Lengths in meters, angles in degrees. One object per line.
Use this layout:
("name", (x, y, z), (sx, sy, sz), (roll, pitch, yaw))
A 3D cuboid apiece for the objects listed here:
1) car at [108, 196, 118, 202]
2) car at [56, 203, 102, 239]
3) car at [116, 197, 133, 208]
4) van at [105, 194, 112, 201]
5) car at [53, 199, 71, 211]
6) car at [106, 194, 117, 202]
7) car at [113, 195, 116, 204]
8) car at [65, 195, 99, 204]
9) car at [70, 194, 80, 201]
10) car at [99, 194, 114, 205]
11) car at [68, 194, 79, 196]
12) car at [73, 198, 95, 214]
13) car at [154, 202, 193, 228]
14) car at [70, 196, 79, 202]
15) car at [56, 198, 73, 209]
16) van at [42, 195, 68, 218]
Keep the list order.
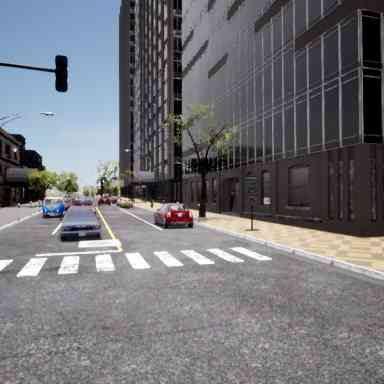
("car", (-17.947, 1.575, 75.298), (1.752, 1.417, 4.829), (1, 0, -17))
("car", (-5.974, 1.558, 17.707), (2.033, 1.411, 5.357), (0, 0, -21))
("car", (-9.659, 1.558, 48.895), (1.752, 1.417, 4.829), (1, 0, -17))
("van", (-22.867, 1.401, 90.979), (1.690, 1.788, 3.998), (1, 0, -17))
("car", (-15.951, 1.608, 40.953), (1.802, 1.307, 4.206), (1, 0, -17))
("car", (-19.551, 1.368, 80.418), (2.192, 1.841, 5.009), (1, 0, -17))
("car", (-11.317, 1.561, 54.175), (1.752, 1.417, 4.829), (1, 0, -17))
("car", (-8.912, 1.369, 27.160), (2.097, 1.767, 4.553), (0, 0, -17))
("car", (-29.207, 1.369, 83.198), (2.192, 1.841, 5.009), (1, 0, -17))
("car", (-15.132, 1.389, 57.310), (2.097, 1.767, 4.553), (0, 0, -17))
("car", (-20.919, 1.351, 56.795), (2.192, 1.841, 5.009), (1, 0, -17))
("car", (-11.992, 1.515, 37.069), (2.128, 1.511, 4.902), (0, 0, -17))
("car", (-1.319, 1.455, 22.328), (1.967, 1.590, 4.097), (1, 0, -17))
("car", (-27.502, 1.575, 77.755), (1.752, 1.417, 4.829), (1, 0, -17))
("car", (-17.608, 1.595, 46.234), (1.947, 1.339, 4.313), (1, 0, -17))
("van", (-12.632, 1.360, 30.394), (1.690, 1.788, 3.998), (1, 0, -17))
